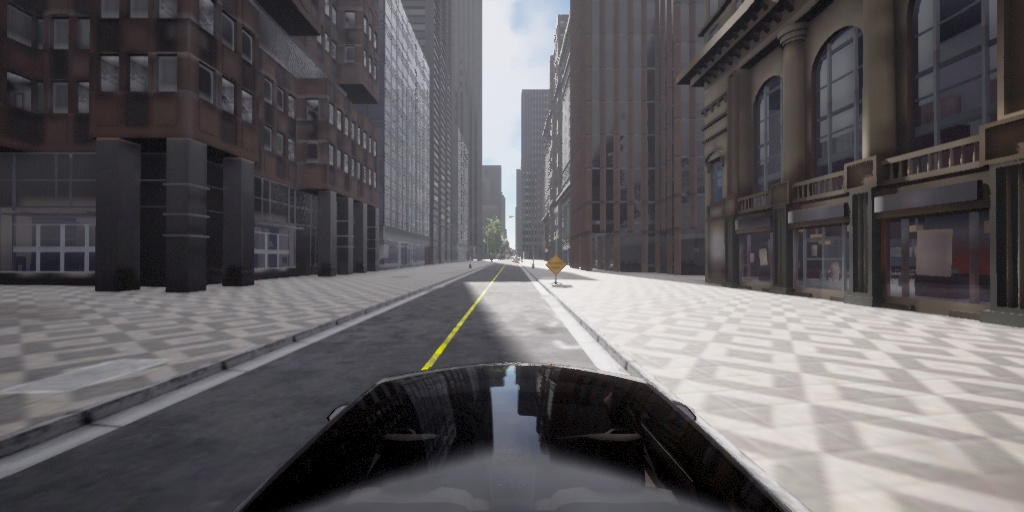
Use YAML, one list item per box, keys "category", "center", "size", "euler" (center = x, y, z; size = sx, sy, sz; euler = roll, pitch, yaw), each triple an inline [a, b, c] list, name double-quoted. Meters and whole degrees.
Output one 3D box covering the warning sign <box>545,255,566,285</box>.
- category: "warning sign"
  center: [2.717, 0.842, 22.165]
  size: [1.300, 1.860, 1.060]
  euler: [0, 0, 0]
